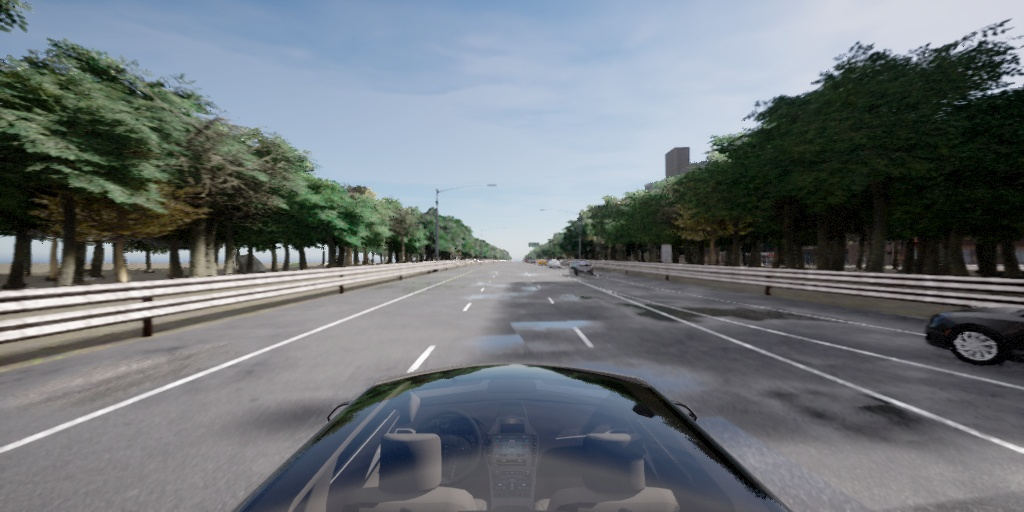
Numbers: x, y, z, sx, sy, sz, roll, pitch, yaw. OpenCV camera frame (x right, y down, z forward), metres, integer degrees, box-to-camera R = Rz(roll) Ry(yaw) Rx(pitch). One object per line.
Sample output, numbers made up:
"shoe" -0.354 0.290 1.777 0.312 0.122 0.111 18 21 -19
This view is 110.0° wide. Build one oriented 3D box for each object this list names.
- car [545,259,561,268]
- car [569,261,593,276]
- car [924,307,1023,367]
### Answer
"car" 7.067 1.309 60.563 1.812 1.442 4.674 0 0 0
"car" 7.017 1.238 36.706 2.128 1.511 4.902 0 0 0
"car" 9.674 1.271 5.316 1.837 1.490 4.892 0 0 -13
